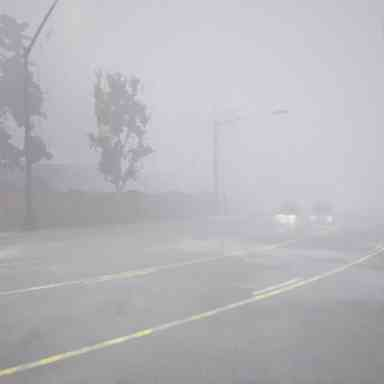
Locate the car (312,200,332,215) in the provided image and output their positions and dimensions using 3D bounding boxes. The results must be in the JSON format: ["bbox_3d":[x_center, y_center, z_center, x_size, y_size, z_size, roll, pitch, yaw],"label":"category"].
[{"bbox_3d":[14.368,1.677,36.774,1.882,1.535,5.008,-1,-1,21],"label":"car"}]

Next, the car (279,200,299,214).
[{"bbox_3d":[11.287,1.740,38.512,2.128,1.511,4.902,-1,-1,21],"label":"car"}]
